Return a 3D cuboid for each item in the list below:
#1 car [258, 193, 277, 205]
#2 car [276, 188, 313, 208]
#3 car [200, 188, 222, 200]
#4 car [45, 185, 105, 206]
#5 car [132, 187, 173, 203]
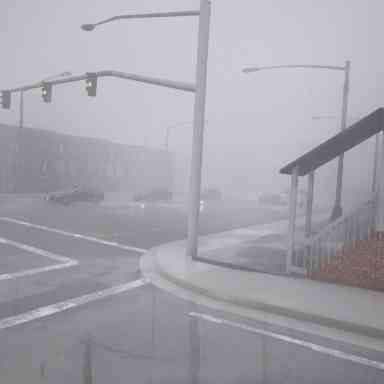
[{"bbox_3d":[9.691,0.787,40.735,1.994,1.385,4.181,5,3,36],"label":"car"},{"bbox_3d":[12.087,0.675,38.042,2.150,2.045,5.566,5,2,36],"label":"car"},{"bbox_3d":[1.996,0.247,42.297,1.837,1.490,4.892,5,3,36],"label":"car"},{"bbox_3d":[-9.284,0.228,26.668,2.128,1.511,4.902,5,3,36],"label":"car"},{"bbox_3d":[-3.942,0.244,34.081,1.837,1.490,4.892,5,3,36],"label":"car"}]
